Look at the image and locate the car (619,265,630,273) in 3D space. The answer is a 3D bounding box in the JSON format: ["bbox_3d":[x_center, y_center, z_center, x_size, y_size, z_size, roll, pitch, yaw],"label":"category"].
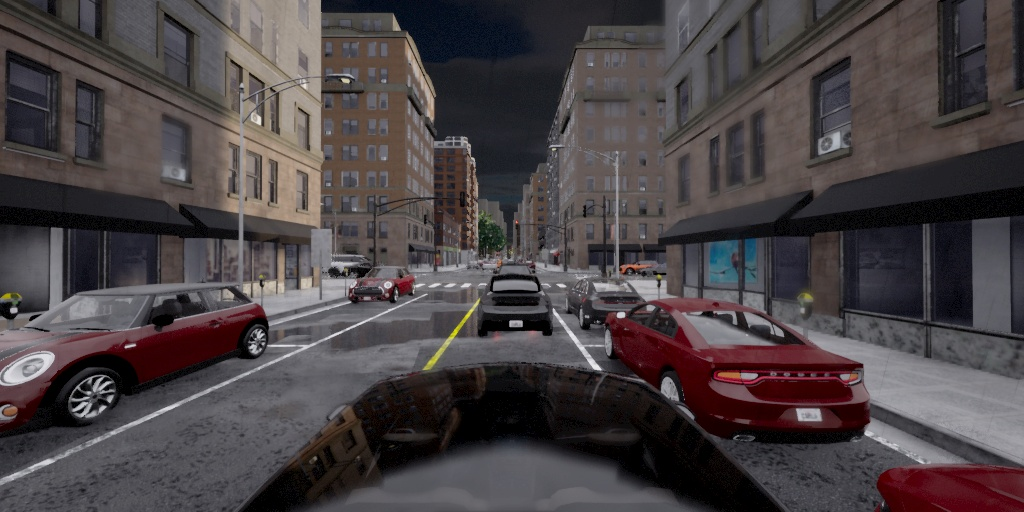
[{"bbox_3d":[14.030,1.221,39.324,4.553,1.767,2.097,0,0,0],"label":"car"}]

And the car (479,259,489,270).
[{"bbox_3d":[-3.116,1.389,50.826,1.895,1.301,4.718,0,0,0],"label":"car"}]

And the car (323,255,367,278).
[{"bbox_3d":[-14.128,0.914,32.614,5.566,2.045,2.150,0,0,-3],"label":"car"}]

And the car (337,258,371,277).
[{"bbox_3d":[-11.079,1.156,29.262,5.008,1.535,1.882,0,0,0],"label":"car"}]

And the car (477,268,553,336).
[{"bbox_3d":[0.058,1.257,10.374,1.837,1.490,4.892,0,0,-1],"label":"car"}]

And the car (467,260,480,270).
[{"bbox_3d":[-5.901,1.344,54.812,2.007,1.370,4.403,0,0,0],"label":"car"}]

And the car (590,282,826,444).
[{"bbox_3d":[2.676,1.296,5.457,1.888,1.381,4.507,0,0,0],"label":"car"}]

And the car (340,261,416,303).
[{"bbox_3d":[-5.832,1.194,16.451,1.967,1.591,4.097,0,0,0],"label":"car"}]

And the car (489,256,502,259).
[{"bbox_3d":[-3.162,1.158,60.798,2.097,1.767,4.553,0,0,0],"label":"car"}]

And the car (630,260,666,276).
[{"bbox_3d":[15.195,1.395,36.062,5.357,1.411,2.033,0,0,0],"label":"car"}]

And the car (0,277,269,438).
[{"bbox_3d":[-5.851,1.190,5.464,1.967,1.591,4.097,0,0,0],"label":"car"}]

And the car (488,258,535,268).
[{"bbox_3d":[0.123,1.108,17.788,2.097,1.767,4.553,0,0,0],"label":"car"}]

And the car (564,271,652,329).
[{"bbox_3d":[2.685,1.303,10.949,2.007,1.370,4.403,0,0,0],"label":"car"}]
